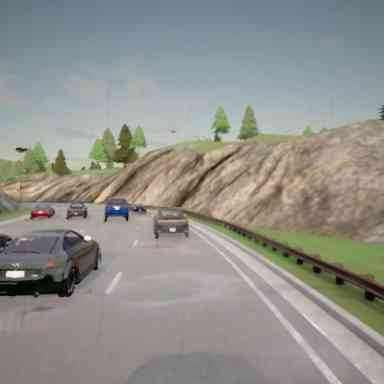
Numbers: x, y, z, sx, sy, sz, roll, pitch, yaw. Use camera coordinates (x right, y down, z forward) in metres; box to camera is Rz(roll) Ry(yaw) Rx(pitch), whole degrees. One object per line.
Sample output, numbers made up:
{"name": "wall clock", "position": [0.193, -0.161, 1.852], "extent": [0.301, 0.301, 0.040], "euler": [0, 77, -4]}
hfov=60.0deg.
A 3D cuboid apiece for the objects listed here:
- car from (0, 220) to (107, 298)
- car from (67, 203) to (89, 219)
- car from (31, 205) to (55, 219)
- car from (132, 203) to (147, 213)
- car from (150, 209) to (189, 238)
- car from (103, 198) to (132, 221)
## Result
{"name": "car", "position": [-3.744, 1.679, 8.827], "extent": [1.994, 1.385, 4.181], "euler": [0, -1, -4]}
{"name": "car", "position": [-11.908, 1.926, 34.613], "extent": [2.128, 1.511, 4.902], "euler": [0, -1, -16]}
{"name": "car", "position": [-15.757, 2.025, 35.258], "extent": [1.994, 1.385, 4.181], "euler": [0, -1, -17]}
{"name": "car", "position": [-7.424, 2.122, 44.606], "extent": [1.895, 1.301, 4.718], "euler": [0, -1, -19]}
{"name": "car", "position": [-1.318, 1.708, 19.199], "extent": [2.128, 1.511, 4.902], "euler": [0, -1, -8]}
{"name": "car", "position": [-7.288, 1.604, 31.911], "extent": [2.150, 2.045, 5.566], "euler": [0, -1, -15]}
